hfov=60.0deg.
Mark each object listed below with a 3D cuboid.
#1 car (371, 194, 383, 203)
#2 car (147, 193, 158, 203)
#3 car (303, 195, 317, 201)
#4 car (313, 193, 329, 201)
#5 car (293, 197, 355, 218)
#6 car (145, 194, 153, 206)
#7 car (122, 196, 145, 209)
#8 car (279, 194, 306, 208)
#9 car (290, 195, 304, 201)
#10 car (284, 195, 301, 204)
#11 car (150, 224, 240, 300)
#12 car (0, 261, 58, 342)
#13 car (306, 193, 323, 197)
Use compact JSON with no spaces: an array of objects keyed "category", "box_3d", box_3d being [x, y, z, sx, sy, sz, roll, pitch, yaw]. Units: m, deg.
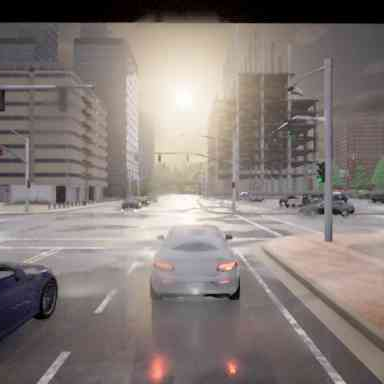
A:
[{"category":"car","box_3d":[35.474,1.150,61.921,1.932,1.855,4.605,0,0,0]},{"category":"car","box_3d":[-8.201,1.219,67.565,2.150,2.045,5.566,0,0,0]},{"category":"car","box_3d":[27.167,1.359,76.891,1.784,1.438,3.905,0,0,0]},{"category":"car","box_3d":[29.850,1.149,76.955,1.932,1.855,4.605,0,0,0]},{"category":"car","box_3d":[12.096,1.490,30.074,4.902,1.511,2.128,0,0,0]},{"category":"car","box_3d":[-8.168,1.474,55.300,1.882,1.535,5.008,0,0,0]},{"category":"car","box_3d":[-8.090,1.349,44.850,2.097,1.767,4.553,0,0,0]},{"category":"car","box_3d":[13.061,1.151,44.309,1.932,1.855,4.605,0,0,0]},{"category":"car","box_3d":[24.272,1.391,76.878,1.970,1.475,3.806,0,0,0]},{"category":"car","box_3d":[18.577,1.392,61.749,1.970,1.475,3.806,0,0,0]},{"category":"car","box_3d":[0.070,1.525,8.262,1.812,1.442,4.674,0,0,0]},{"category":"car","box_3d":[-3.442,1.525,4.387,1.812,1.442,4.674,0,0,0]},{"category":"car","box_3d":[15.956,1.153,44.268,1.905,1.878,3.866,0,0,0]}]
